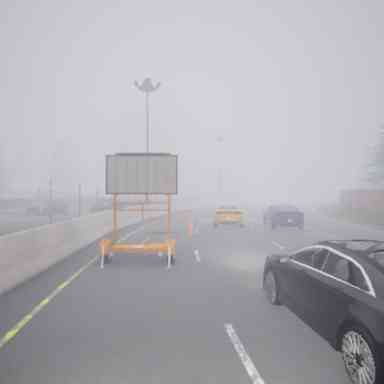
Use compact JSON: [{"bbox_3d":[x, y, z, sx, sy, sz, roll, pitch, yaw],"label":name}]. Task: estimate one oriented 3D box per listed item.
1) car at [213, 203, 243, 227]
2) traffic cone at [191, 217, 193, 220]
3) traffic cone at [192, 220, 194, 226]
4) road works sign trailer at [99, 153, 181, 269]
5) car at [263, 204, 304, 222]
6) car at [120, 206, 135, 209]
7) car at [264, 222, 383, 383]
[{"bbox_3d":[2.512,1.523,23.183,1.882,1.535,5.008,0,0,5],"label":"car"},{"bbox_3d":[-0.048,1.993,20.249,0.340,0.580,0.340,0,0,1],"label":"traffic cone"},{"bbox_3d":[-0.077,1.989,18.250,0.340,0.580,0.340,0,0,1],"label":"traffic cone"},{"bbox_3d":[-1.663,0.484,11.274,2.380,3.560,2.880,0,0,1],"label":"road works sign trailer"},{"bbox_3d":[5.898,1.524,21.862,1.882,1.535,5.008,0,0,4],"label":"car"},{"bbox_3d":[-5.966,1.555,37.721,2.128,1.511,4.902,0,0,13],"label":"car"},{"bbox_3d":[2.618,1.504,5.240,2.128,1.511,4.902,0,0,-6],"label":"car"}]
